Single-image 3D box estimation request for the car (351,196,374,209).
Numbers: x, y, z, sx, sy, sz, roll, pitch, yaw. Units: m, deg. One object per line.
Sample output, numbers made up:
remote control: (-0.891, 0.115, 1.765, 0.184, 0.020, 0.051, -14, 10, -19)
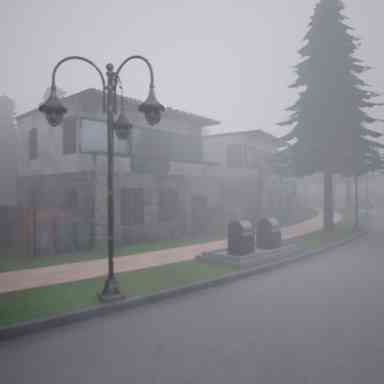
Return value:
car: (21.803, 1.281, 43.315, 2.097, 1.767, 4.553, 0, 0, 6)
